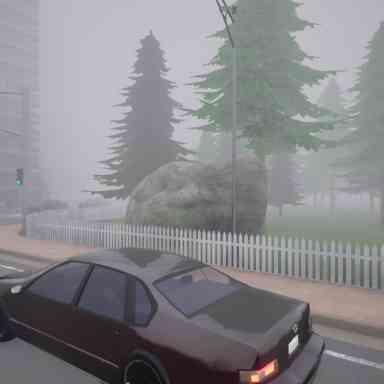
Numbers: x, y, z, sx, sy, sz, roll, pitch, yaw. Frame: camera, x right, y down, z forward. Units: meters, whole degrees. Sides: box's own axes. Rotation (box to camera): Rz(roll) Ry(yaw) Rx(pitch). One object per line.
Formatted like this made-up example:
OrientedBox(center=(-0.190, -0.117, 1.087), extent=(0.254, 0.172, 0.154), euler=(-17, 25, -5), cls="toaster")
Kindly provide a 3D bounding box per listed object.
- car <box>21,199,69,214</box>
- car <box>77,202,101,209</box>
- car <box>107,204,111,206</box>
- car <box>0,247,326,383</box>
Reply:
OrientedBox(center=(-15.252, 1.492, 34.937), extent=(2.033, 1.411, 5.357), euler=(0, 0, 17), cls="car")
OrientedBox(center=(-13.586, 1.545, 44.429), extent=(1.895, 1.301, 4.718), euler=(0, 0, 3), cls="car")
OrientedBox(center=(-14.333, 1.296, 54.215), extent=(2.097, 1.767, 4.553), euler=(0, 0, -12), cls="car")
OrientedBox(center=(-1.046, 1.547, 4.736), extent=(5.357, 1.411, 2.033), euler=(0, 0, 35), cls="car")
